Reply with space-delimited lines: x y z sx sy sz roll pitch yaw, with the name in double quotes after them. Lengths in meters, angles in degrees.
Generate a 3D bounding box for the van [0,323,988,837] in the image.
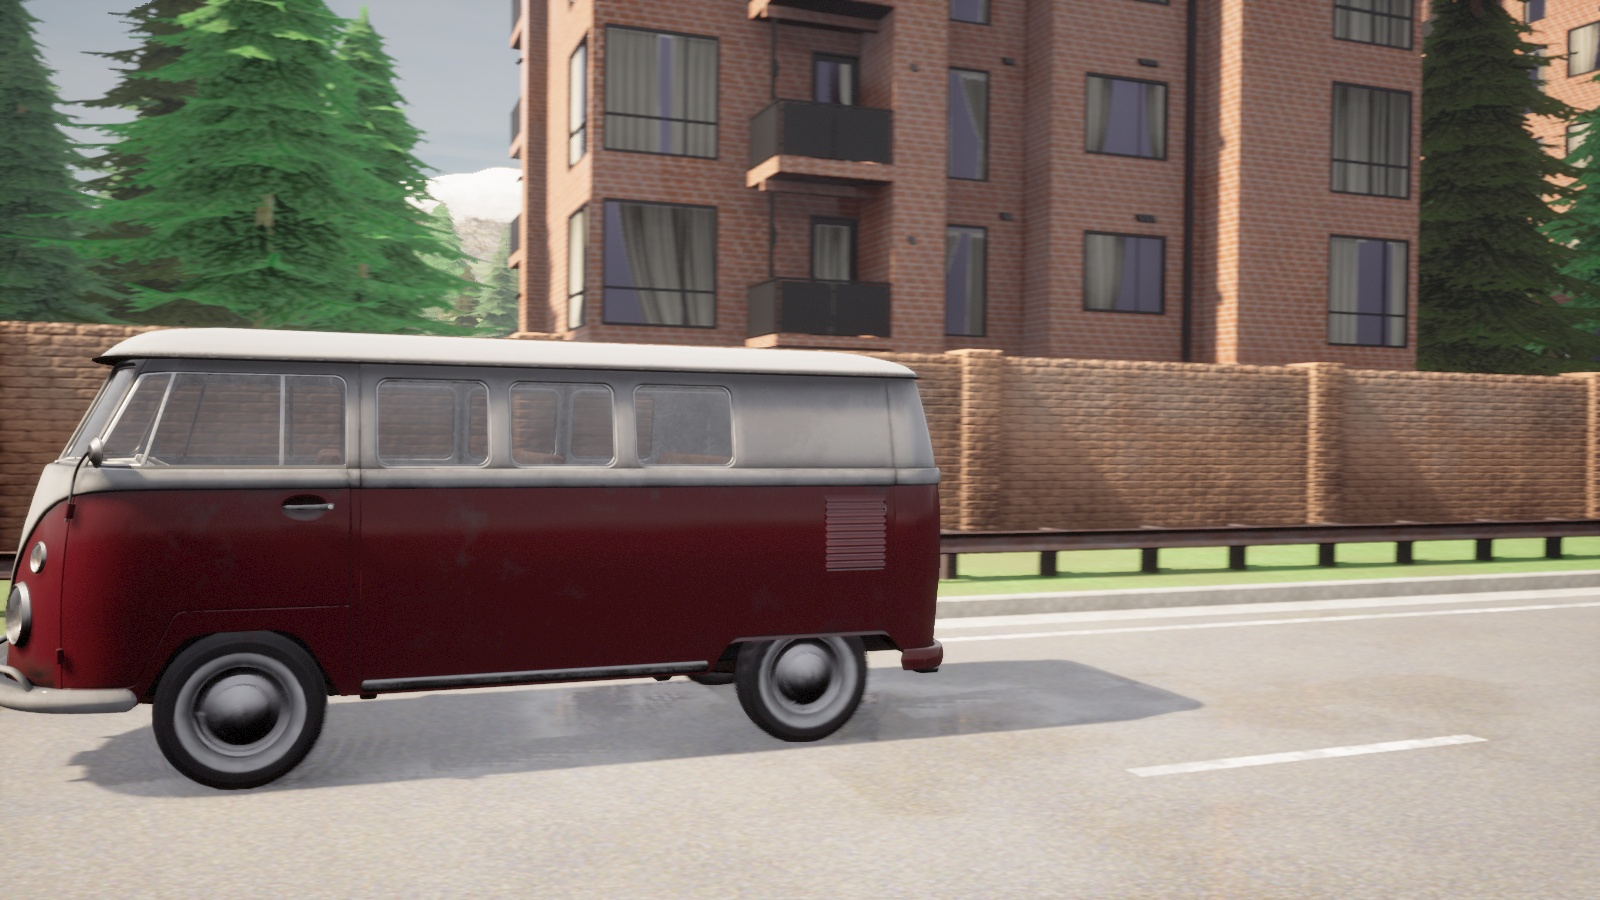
-1.441 0.462 6.433 4.442 1.987 1.775 -1 1 -21 "van"
